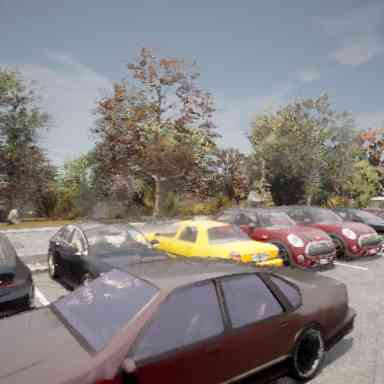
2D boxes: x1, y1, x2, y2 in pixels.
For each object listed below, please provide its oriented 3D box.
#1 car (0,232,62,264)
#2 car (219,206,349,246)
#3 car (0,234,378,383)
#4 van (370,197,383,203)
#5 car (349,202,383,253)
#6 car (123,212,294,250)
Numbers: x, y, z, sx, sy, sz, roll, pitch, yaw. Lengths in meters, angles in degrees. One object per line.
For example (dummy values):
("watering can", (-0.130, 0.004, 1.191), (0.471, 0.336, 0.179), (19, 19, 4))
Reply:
("car", (-4.326, 1.481, 6.352), (2.231, 1.521, 4.892), (0, 0, -35))
("car", (2.433, 1.362, 11.218), (2.185, 1.767, 4.553), (0, 0, -35))
("car", (-0.206, 1.549, 3.875), (5.357, 1.411, 2.033), (0, 0, -36))
("van", (11.424, 1.272, 17.736), (1.878, 1.987, 4.442), (0, 0, -35))
("car", (4.693, 1.364, 12.830), (2.185, 1.767, 4.553), (0, 0, -35))
("car", (0.083, 1.482, 9.732), (1.946, 1.575, 5.366), (0, 0, -35))
